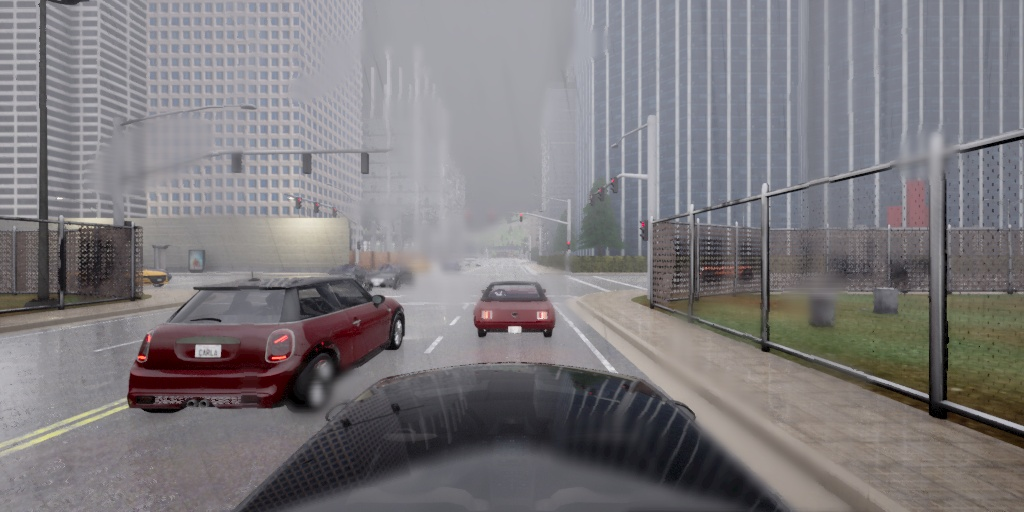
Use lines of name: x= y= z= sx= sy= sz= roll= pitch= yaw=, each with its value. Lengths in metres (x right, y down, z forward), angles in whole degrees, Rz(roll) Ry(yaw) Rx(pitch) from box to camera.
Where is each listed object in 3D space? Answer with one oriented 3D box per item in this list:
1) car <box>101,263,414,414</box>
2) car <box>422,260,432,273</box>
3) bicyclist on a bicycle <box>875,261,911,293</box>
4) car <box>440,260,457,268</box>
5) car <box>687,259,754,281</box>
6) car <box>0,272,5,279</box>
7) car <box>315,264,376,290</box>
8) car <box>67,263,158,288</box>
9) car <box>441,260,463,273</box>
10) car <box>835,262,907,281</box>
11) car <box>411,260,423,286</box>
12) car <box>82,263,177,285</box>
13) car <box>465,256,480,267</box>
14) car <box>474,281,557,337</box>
car: x=-3.443 y=1.102 z=6.207 sx=2.097 sy=1.767 sz=4.553 roll=0 pitch=0 yaw=0
car: x=-10.744 y=1.228 z=41.383 sx=1.882 sy=1.535 sz=5.008 roll=0 pitch=0 yaw=3
bicyclist on a bicycle: x=18.801 y=0.995 z=17.737 sx=0.582 sy=1.620 sz=1.656 roll=0 pitch=0 yaw=0
car: x=-10.590 y=1.351 z=60.230 sx=1.895 sy=1.301 sz=4.718 roll=0 pitch=0 yaw=0
car: x=16.588 y=1.047 z=28.723 sx=4.553 sy=1.767 sz=2.097 roll=0 pitch=0 yaw=0
car: x=-34.316 y=1.172 z=21.622 sx=5.008 sy=1.535 sz=1.882 roll=0 pitch=0 yaw=0
car: x=-10.604 y=1.280 z=23.167 sx=1.994 sy=1.385 sz=4.181 roll=0 pitch=0 yaw=0
car: x=-23.730 y=1.172 z=21.601 sx=5.008 sy=1.535 sz=1.882 roll=0 pitch=0 yaw=0
car: x=-7.097 y=1.276 z=42.865 sx=1.812 sy=1.442 sz=4.674 roll=0 pitch=0 yaw=0
car: x=28.695 y=1.221 z=28.687 sx=4.674 sy=1.442 sz=1.812 roll=0 pitch=0 yaw=0
car: x=-7.104 y=1.209 z=21.292 sx=2.128 sy=1.511 sz=4.902 roll=0 pitch=0 yaw=0
car: x=-26.675 y=1.220 z=25.107 sx=4.674 sy=1.442 sz=1.812 roll=0 pitch=0 yaw=0
car: x=-7.060 y=0.973 z=64.918 sx=2.150 sy=2.045 sz=5.566 roll=0 pitch=0 yaw=0
car: x=0.077 y=1.351 z=10.212 sx=1.895 sy=1.301 sz=4.718 roll=0 pitch=0 yaw=0
